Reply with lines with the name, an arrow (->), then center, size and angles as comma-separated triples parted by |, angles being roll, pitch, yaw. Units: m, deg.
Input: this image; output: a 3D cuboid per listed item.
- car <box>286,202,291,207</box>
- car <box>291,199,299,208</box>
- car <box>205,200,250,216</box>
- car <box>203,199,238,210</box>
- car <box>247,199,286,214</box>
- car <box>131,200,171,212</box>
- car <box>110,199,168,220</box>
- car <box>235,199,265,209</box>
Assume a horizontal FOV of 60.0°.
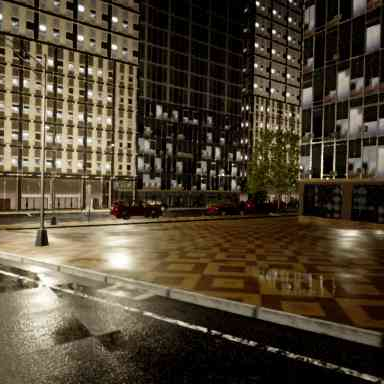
car -> 13.608, 1.931, 54.107 | 4.206, 1.307, 1.802 | 1, 1, -34
car -> 18.281, 1.962, 57.317 | 4.313, 1.339, 1.947 | 1, 1, -34
car -> 4.053, 1.963, 37.981 | 4.507, 1.381, 1.887 | 1, 1, -34
car -> 4.125, 1.781, 47.589 | 4.829, 1.417, 1.752 | 1, 1, -34
car -> 8.730, 1.780, 41.187 | 5.009, 1.841, 2.192 | 1, 1, -34
car -> -5.080, 1.716, 41.264 | 4.403, 1.369, 2.008 | 1, 1, -34
car -> -5.286, 1.642, 31.556 | 5.009, 1.841, 2.192 | 1, 1, -34
car -> 8.937, 1.869, 50.896 | 4.313, 1.339, 1.947 | 1, 1, -34
